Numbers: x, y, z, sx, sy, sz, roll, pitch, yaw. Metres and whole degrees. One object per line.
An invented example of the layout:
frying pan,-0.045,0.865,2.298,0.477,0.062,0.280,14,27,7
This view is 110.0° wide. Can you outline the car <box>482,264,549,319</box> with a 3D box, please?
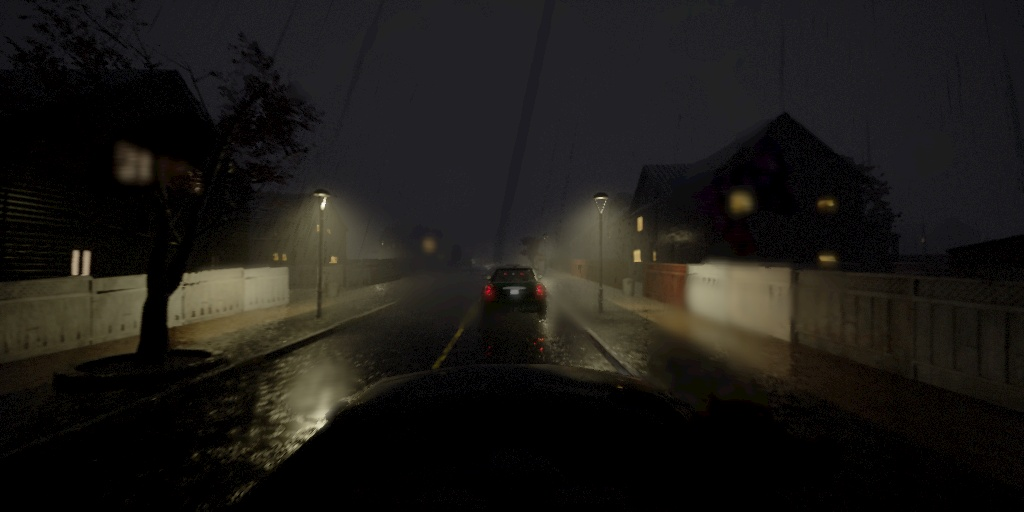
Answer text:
car,0.099,1.109,13.012,2.097,1.767,4.553,0,0,0
